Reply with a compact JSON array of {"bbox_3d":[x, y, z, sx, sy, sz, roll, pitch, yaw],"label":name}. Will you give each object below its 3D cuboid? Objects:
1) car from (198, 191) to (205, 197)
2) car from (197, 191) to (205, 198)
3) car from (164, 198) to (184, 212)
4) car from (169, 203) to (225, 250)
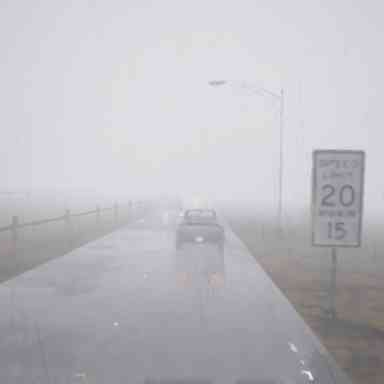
[{"bbox_3d":[2.758,0.471,95.457,2.128,1.511,4.902,1,1,2],"label":"car"},{"bbox_3d":[2.442,0.770,85.456,1.812,1.442,4.674,1,1,2],"label":"car"},{"bbox_3d":[-1.777,1.364,35.538,1.812,1.442,4.674,1,0,2],"label":"car"},{"bbox_3d":[0.358,1.472,14.230,2.128,1.511,4.902,1,0,2],"label":"car"}]
